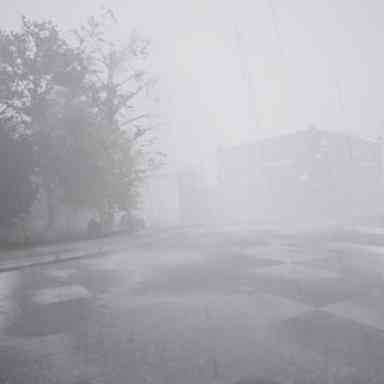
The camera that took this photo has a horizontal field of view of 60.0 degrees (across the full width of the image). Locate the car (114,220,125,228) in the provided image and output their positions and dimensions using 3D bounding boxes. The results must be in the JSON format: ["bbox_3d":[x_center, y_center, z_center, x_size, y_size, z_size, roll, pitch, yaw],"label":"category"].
[{"bbox_3d":[-14.576,6.503,67.223,1.882,1.535,5.008,0,-6,-8],"label":"car"}]

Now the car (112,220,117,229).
[{"bbox_3d":[-11.779,5.154,53.427,1.882,1.535,5.008,0,-6,-16],"label":"car"}]

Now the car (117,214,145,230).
[{"bbox_3d":[-7.821,3.872,43.519,2.150,2.045,5.566,0,-5,-25],"label":"car"}]
